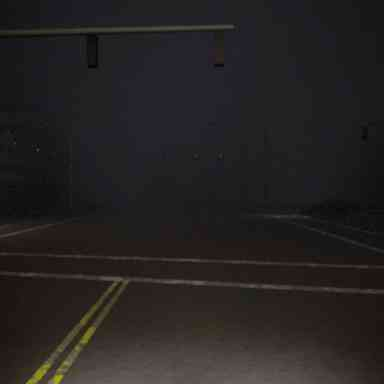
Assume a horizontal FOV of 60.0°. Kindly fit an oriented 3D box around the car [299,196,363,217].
[{"bbox_3d":[12.461,1.385,29.975,5.008,1.535,1.882,-1,0,1],"label":"car"}]
